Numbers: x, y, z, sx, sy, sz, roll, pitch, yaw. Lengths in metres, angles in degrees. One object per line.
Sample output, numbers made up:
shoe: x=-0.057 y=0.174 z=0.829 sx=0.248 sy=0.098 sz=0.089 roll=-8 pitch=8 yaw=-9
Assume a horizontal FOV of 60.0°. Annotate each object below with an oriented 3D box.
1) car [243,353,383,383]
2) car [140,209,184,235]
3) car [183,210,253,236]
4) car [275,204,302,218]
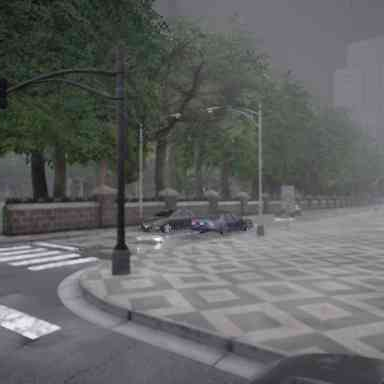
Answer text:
car: x=2.143 y=1.550 z=1.439 sx=4.403 sy=1.369 sz=2.008 roll=0 pitch=0 yaw=35
car: x=-1.373 y=1.893 z=22.070 sx=1.837 sy=1.490 sz=4.892 roll=0 pitch=-1 yaw=35
car: x=2.045 y=1.961 z=21.508 sx=2.033 sy=1.411 sz=5.357 roll=0 pitch=-1 yaw=36
car: x=11.904 y=2.221 z=40.915 sx=2.097 sy=1.767 sz=4.553 roll=0 pitch=-1 yaw=35
